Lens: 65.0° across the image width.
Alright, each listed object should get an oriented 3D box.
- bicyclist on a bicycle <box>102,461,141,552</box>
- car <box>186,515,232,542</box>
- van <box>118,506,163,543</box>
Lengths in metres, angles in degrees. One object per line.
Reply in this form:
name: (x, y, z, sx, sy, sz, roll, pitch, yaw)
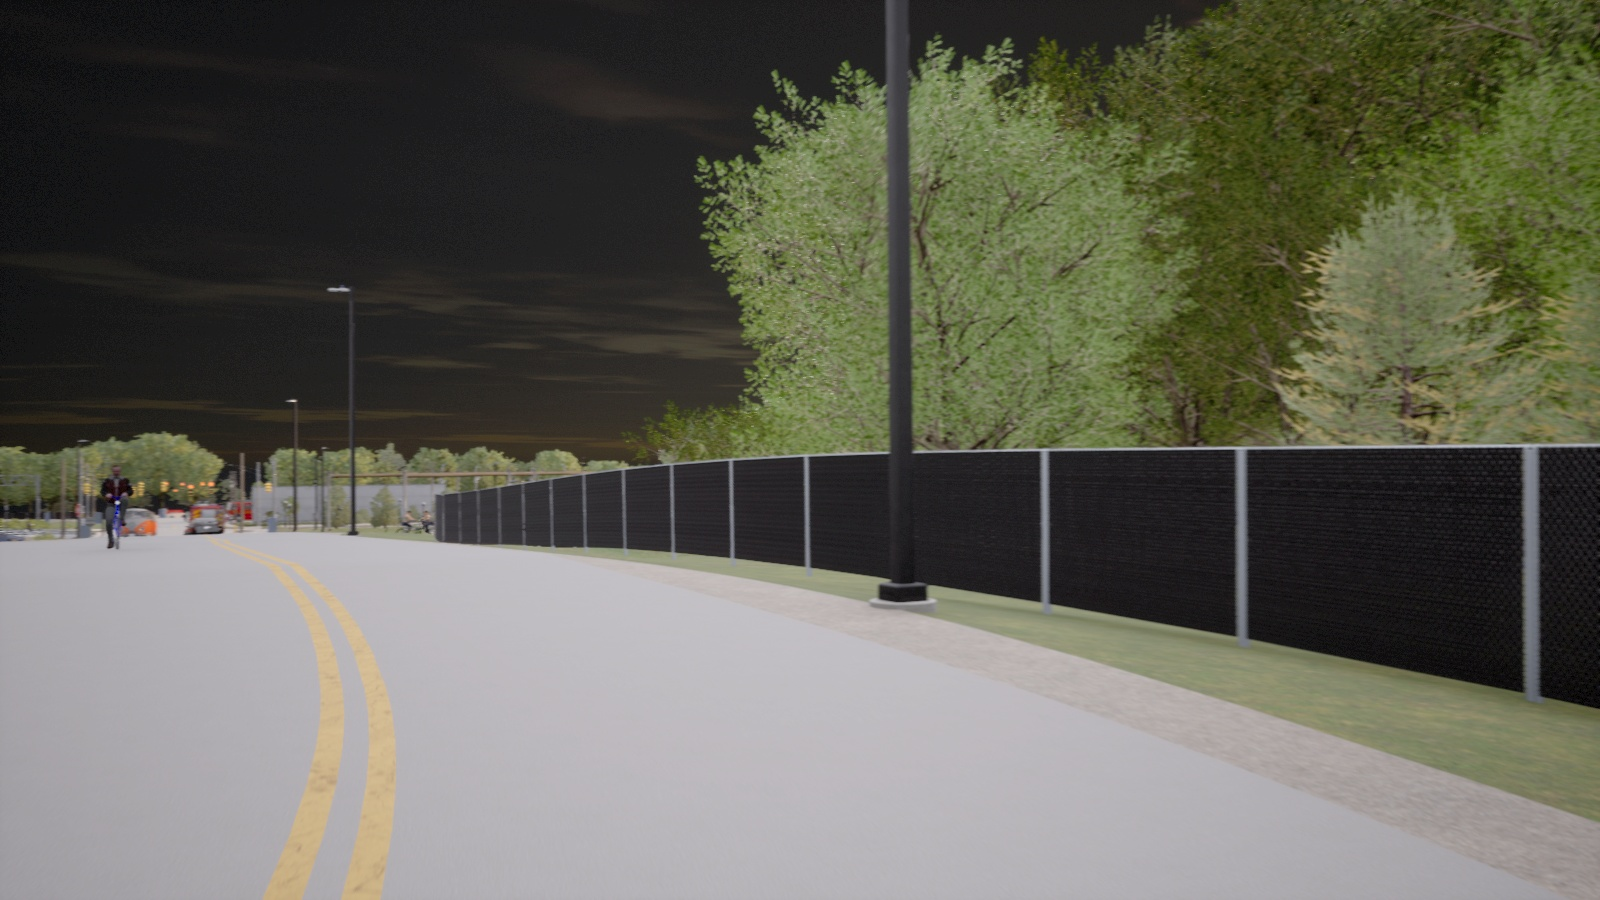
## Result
bicyclist on a bicycle: (-13.807, 1.148, 25.522, 0.659, 1.776, 1.843, 0, -3, -29)
car: (-37.500, 4.994, 79.600, 2.163, 1.488, 4.792, 0, -5, -31)
van: (-39.514, 4.498, 75.337, 1.775, 1.987, 4.442, 0, -5, -20)
